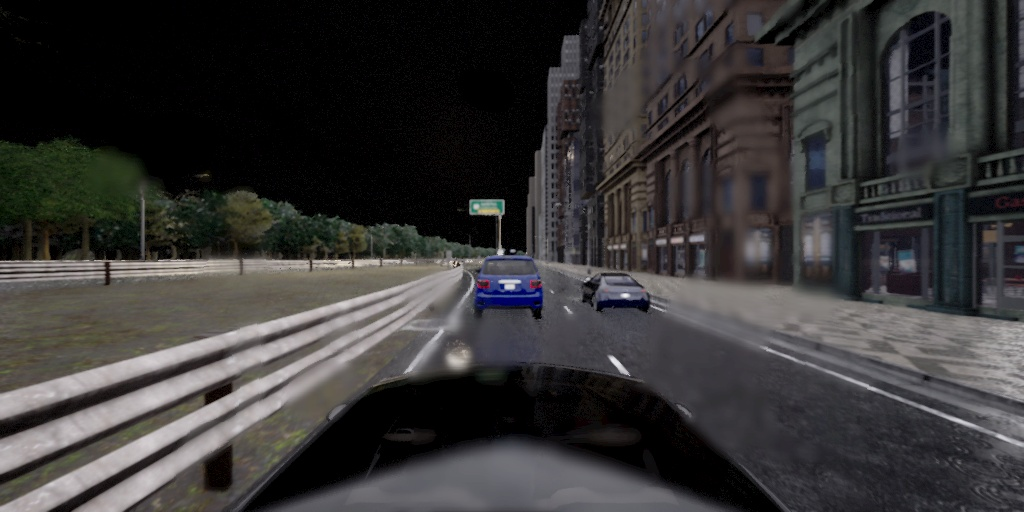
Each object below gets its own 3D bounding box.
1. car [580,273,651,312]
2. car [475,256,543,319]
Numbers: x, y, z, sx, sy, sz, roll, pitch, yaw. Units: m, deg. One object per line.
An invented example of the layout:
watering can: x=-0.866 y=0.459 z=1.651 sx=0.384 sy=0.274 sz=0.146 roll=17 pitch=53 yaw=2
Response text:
car: x=4.009 y=1.356 z=14.512 sx=1.994 sy=1.385 sz=4.181 roll=0 pitch=0 yaw=1
car: x=-0.176 y=1.010 z=13.225 sx=2.150 sy=2.045 sz=5.566 roll=0 pitch=0 yaw=-2
